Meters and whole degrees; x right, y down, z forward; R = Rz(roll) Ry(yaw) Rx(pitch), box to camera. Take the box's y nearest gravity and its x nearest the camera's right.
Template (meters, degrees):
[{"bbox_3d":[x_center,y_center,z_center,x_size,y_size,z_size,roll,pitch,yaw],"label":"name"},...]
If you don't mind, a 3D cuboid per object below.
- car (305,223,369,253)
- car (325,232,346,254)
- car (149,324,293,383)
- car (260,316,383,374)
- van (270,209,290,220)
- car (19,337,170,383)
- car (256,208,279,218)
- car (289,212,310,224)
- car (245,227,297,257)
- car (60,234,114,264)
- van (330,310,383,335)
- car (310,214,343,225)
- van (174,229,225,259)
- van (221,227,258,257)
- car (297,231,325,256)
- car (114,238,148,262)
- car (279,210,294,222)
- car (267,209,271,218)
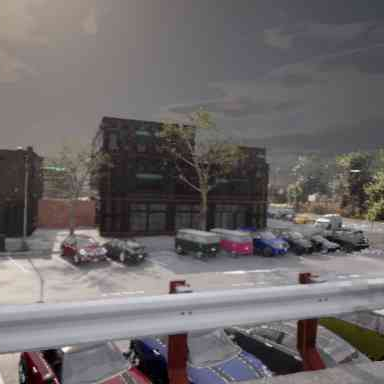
[{"bbox_3d":[14.217,4.592,32.559,2.435,2.045,5.566,1,0,-40],"label":"car"},{"bbox_3d":[11.482,4.789,31.522,2.163,1.488,4.792,2,0,-40],"label":"car"},{"bbox_3d":[0.130,4.522,9.382,2.185,1.767,4.553,1,2,-40],"label":"car"},{"bbox_3d":[2.976,4.738,10.380,2.231,1.521,4.892,1,2,-40],"label":"car"},{"bbox_3d":[17.480,4.336,63.185,4.442,1.987,1.878,0,2,-39],"label":"van"},{"bbox_3d":[-2.710,4.435,8.334,2.185,1.767,4.553,1,2,-40],"label":"car"},{"bbox_3d":[15.626,4.296,68.944,4.553,1.767,2.185,1,1,-39],"label":"car"},{"bbox_3d":[19.626,4.702,57.690,5.366,1.575,1.946,1,1,-39],"label":"car"},{"bbox_3d":[5.930,4.339,29.480,2.435,2.045,5.566,2,0,-40],"label":"car"},{"bbox_3d":[-8.003,4.037,24.440,2.185,1.767,4.553,2,0,-40],"label":"car"},{"bbox_3d":[5.899,4.603,11.333,1.878,1.987,4.442,1,2,-40],"label":"van"},{"bbox_3d":[21.398,4.594,51.854,5.566,2.045,2.435,1,1,-39],"label":"car"},{"bbox_3d":[0.273,4.191,27.552,1.878,1.987,4.442,1,0,-40],"label":"van"},{"bbox_3d":[3.051,4.276,28.567,1.878,1.987,4.442,1,0,-40],"label":"van"},{"bbox_3d":[8.709,4.424,30.495,2.435,2.045,5.566,2,0,-40],"label":"car"},{"bbox_3d":[-5.204,4.250,25.434,2.231,1.521,4.892,1,0,-40],"label":"car"},{"bbox_3d":[18.514,4.673,60.420,4.674,1.452,2.002,0,1,-39],"label":"car"},{"bbox_3d":[16.615,4.493,66.112,5.008,1.535,2.097,0,2,-39],"label":"car"}]
